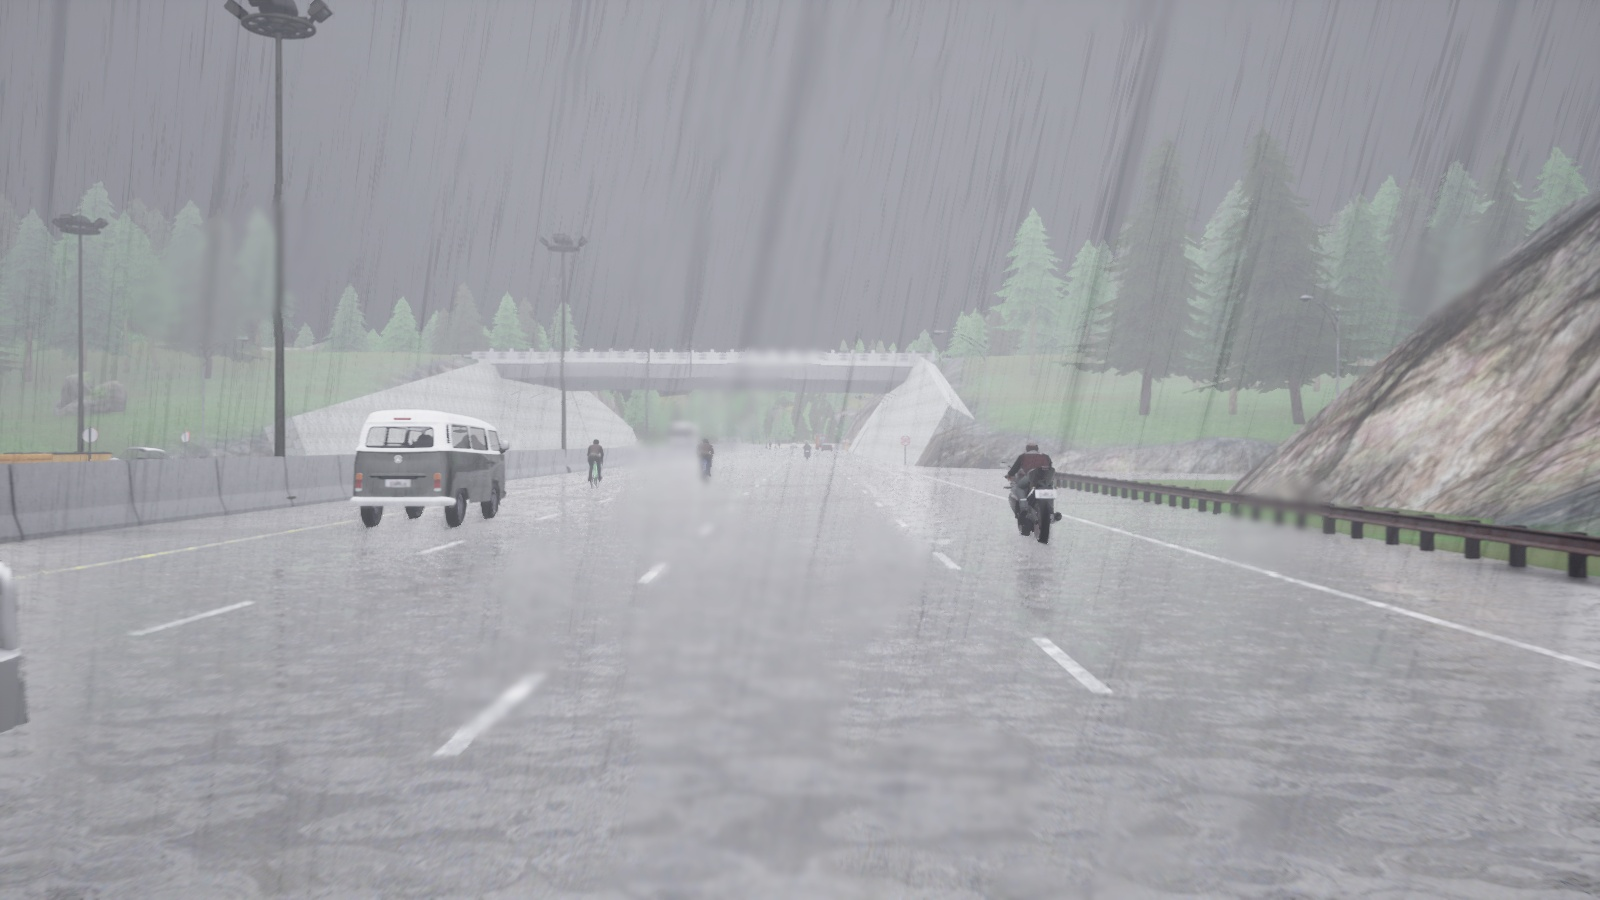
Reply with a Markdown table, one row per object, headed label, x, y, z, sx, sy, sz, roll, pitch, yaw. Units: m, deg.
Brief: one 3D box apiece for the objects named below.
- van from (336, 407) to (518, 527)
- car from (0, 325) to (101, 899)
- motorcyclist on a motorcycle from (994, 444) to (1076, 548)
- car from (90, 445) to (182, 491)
| label | x | y | z | sx | sy | sz | roll | pitch | yaw |
| --- | --- | --- | --- | --- | --- | --- | --- | --- | --- |
| van | -6.850 | 0.323 | 23.612 | 2.069 | 2.038 | 4.480 | 0 | -1 | 0 |
| car | -3.473 | 0.548 | 2.177 | 1.932 | 1.855 | 4.605 | 0 | 0 | 0 |
| motorcyclist on a motorcycle | 3.627 | 0.674 | 19.570 | 0.866 | 1.530 | 2.191 | 0 | 0 | 0 |
| car | -21.171 | 0.558 | 40.116 | 1.481 | 1.376 | 2.207 | 2 | 0 | 13 |
